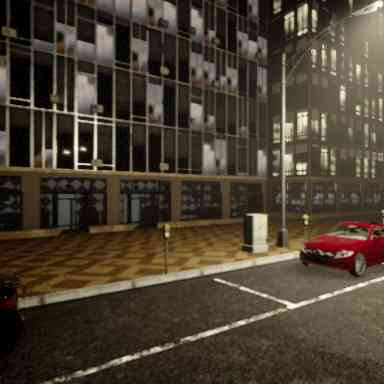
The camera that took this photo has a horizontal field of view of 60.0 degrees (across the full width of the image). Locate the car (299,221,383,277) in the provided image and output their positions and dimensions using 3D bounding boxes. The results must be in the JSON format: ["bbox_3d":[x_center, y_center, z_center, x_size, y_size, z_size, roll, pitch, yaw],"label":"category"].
[{"bbox_3d":[5.085,1.569,10.173,4.206,1.307,1.802,0,0,-35],"label":"car"}]

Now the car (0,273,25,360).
[{"bbox_3d":[-4.188,1.568,3.572,4.313,1.339,1.947,0,0,-35],"label":"car"}]
